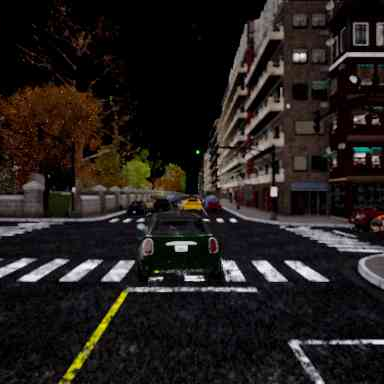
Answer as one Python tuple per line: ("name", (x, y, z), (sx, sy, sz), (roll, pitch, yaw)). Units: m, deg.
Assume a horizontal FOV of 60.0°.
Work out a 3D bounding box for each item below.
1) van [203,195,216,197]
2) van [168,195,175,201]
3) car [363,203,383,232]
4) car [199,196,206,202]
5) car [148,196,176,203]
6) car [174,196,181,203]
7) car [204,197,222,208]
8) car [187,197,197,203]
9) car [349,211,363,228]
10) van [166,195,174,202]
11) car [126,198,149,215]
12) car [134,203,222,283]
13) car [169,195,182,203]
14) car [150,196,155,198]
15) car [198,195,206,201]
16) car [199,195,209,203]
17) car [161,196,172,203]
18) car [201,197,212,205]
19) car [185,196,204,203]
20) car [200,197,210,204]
("van", (2.688, 1.441, 46.244), (1.690, 1.788, 3.998), (0, 0, 0))
("van", (-5.699, 1.593, 91.283), (1.690, 1.788, 3.998), (0, 0, 0))
("car", (13.350, 1.663, 20.103), (4.553, 1.767, 2.097), (1, 0, 1))
("car", (2.681, 1.774, 85.654), (1.887, 1.381, 4.507), (0, 0, 0))
("car", (-3.095, 1.549, 35.180), (1.882, 1.535, 5.008), (0, 0, 0))
("car", (-3.073, 1.656, 49.158), (2.033, 1.411, 5.357), (0, 0, 0))
("car", (2.688, 1.630, 40.613), (1.887, 1.381, 4.507), (0, 0, 0))
("car", (-0.007, 1.743, 74.944), (1.994, 1.385, 4.181), (0, 0, 0))
("car", (13.463, 1.641, 22.662), (5.009, 1.841, 2.192), (1, -1, -1))
("van", (-5.699, 1.571, 85.654), (1.690, 1.788, 3.998), (0, 0, 0))
("car", (-5.692, 1.637, 34.982), (1.947, 1.339, 4.313), (0, 0, 0))
("car", (-0.562, 1.368, 10.006), (2.097, 1.767, 4.553), (0, 0, -8))
("car", (-3.008, 1.711, 66.648), (2.033, 1.411, 5.357), (0, 0, 0))
("car", (-5.693, 1.625, 46.073), (1.752, 1.417, 4.829), (0, 0, 0))
("car", (2.681, 1.692, 91.284), (1.967, 1.590, 4.097), (0, 0, 0))
("car", (2.684, 1.504, 74.395), (2.192, 1.841, 5.009), (0, 0, 0))
("car", (-5.696, 1.629, 74.393), (1.967, 1.590, 4.097), (0, 0, 0))
("car", (2.684, 1.702, 63.134), (2.008, 1.369, 4.403), (0, 0, 0))
("car", (0.093, 1.562, 40.281), (1.882, 1.535, 5.008), (0, 0, 0))
("car", (2.684, 1.714, 68.764), (1.887, 1.381, 4.507), (0, 0, 0))
